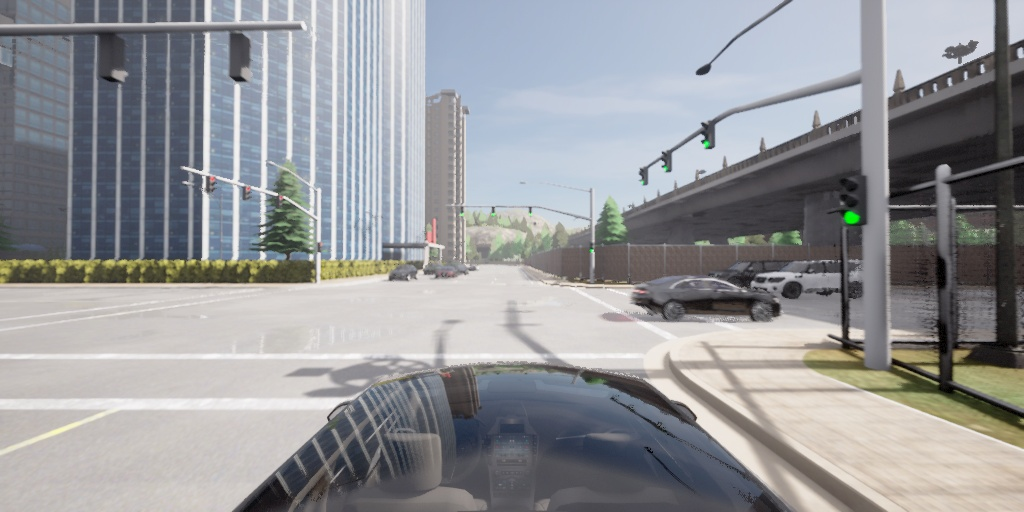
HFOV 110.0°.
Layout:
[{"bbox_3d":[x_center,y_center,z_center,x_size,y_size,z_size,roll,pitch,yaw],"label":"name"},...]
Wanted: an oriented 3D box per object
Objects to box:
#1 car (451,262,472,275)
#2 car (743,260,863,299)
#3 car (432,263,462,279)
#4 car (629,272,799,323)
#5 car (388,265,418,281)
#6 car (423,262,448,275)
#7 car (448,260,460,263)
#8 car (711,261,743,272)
[{"bbox_3d":[-7.077,1.863,49.304,1.812,1.442,4.674,0,-1,0],"label":"car"},{"bbox_3d":[16.310,1.241,19.663,5.566,2.045,2.150,-1,-1,0],"label":"car"},{"bbox_3d":[-7.082,1.778,39.349,1.994,1.385,4.181,0,-1,0],"label":"car"},{"bbox_3d":[6.663,1.442,12.560,4.902,1.511,2.128,1,-1,0],"label":"car"},{"bbox_3d":[-10.587,1.666,35.238,1.837,1.490,4.892,0,0,0],"label":"car"},{"bbox_3d":[-10.578,1.683,48.830,2.097,1.767,4.553,0,-1,0],"label":"car"},{"bbox_3d":[-10.516,1.741,64.029,2.150,2.045,5.566,0,-1,1],"label":"car"},{"bbox_3d":[15.533,1.291,23.179,5.566,2.045,2.150,0,-1,0],"label":"car"}]
